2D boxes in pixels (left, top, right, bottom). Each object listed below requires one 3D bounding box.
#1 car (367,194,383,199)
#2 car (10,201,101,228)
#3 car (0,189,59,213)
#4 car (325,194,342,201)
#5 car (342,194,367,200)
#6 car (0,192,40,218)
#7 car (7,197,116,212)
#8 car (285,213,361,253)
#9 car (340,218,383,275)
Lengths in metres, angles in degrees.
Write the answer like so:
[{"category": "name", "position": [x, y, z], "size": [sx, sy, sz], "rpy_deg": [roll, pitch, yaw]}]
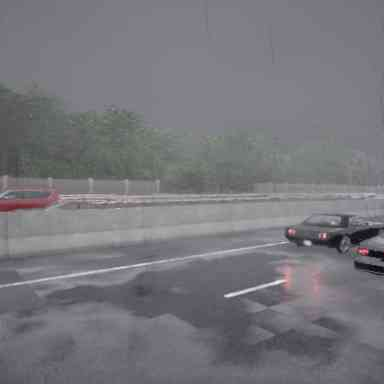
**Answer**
[{"category": "car", "position": [27.607, 1.038, 48.034], "size": [4.674, 1.442, 1.812], "rpy_deg": [0, 1, -38]}, {"category": "car", "position": [-8.142, 1.258, 20.061], "size": [4.718, 1.301, 1.895], "rpy_deg": [0, 1, -38]}, {"category": "car", "position": [-11.460, 0.824, 21.900], "size": [5.566, 2.045, 2.150], "rpy_deg": [0, 1, -38]}, {"category": "car", "position": [23.131, 0.964, 53.412], "size": [4.181, 1.385, 1.994], "rpy_deg": [0, 1, -38]}, {"category": "car", "position": [25.367, 0.982, 50.721], "size": [4.674, 1.442, 1.812], "rpy_deg": [0, 1, -38]}, {"category": "car", "position": [-13.874, 0.900, 24.456], "size": [4.553, 1.767, 2.097], "rpy_deg": [0, 1, -38]}, {"category": "car", "position": [-6.335, 1.191, 17.029], "size": [5.008, 1.535, 1.882], "rpy_deg": [0, 1, -38]}, {"category": "car", "position": [5.777, 1.473, 12.936], "size": [4.718, 1.301, 1.895], "rpy_deg": [0, 1, -38]}, {"category": "car", "position": [6.412, 1.479, 8.986], "size": [5.357, 1.411, 2.033], "rpy_deg": [0, 1, -38]}]
